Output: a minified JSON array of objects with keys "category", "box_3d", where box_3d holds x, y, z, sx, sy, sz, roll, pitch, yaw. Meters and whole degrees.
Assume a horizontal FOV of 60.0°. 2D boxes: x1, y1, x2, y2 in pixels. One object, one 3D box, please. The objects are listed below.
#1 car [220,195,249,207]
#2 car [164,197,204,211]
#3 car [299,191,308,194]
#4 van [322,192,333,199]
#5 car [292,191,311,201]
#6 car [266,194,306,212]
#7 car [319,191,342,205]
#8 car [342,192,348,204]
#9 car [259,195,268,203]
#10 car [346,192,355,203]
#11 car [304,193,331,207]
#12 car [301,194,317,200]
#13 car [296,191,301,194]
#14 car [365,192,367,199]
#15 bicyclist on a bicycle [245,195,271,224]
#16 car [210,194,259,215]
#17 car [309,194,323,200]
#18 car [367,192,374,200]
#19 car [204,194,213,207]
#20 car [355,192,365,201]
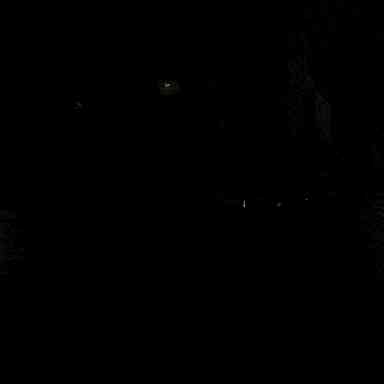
[{"category":"car","box_3d":[5.440,1.117,42.033,1.802,1.307,4.206,1,1,35]},{"category":"car","box_3d":[-0.962,1.150,32.747,1.802,1.307,4.206,1,1,35]},{"category":"car","box_3d":[17.982,1.076,49.754,1.837,1.490,4.892,1,1,35]},{"category":"van","box_3d":[34.246,0.793,83.821,1.690,1.788,3.998,1,0,35]},{"category":"car","box_3d":[21.445,0.791,65.247,2.192,1.841,5.009,1,1,35]},{"category":"car","box_3d":[9.255,1.211,32.547,1.947,1.339,4.313,1,1,35]},{"category":"car","box_3d":[18.858,0.918,46.474,2.192,1.841,5.009,1,1,35]},{"category":"car","box_3d":[22.056,1.157,51.118,1.947,1.339,4.313,1,1,35]},{"category":"car","box_3d":[8.544,1.047,46.535,1.752,1.417,4.829,1,1,35]},{"category":"car","box_3d":[25.259,0.895,55.759,2.192,1.841,5.009,1,1,35]},{"category":"car","box_3d":[15.655,1.160,41.833,1.887,1.381,4.507,1,1,35]},{"category":"car","box_3d":[24.644,1.031,69.893,1.947,1.339,4.313,1,1,35]},{"category":"car","box_3d":[18.242,1.031,60.606,1.887,1.381,4.507,1,1,35]},{"category":"car","box_3d":[34.954,1.075,69.828,1.752,1.417,4.829,1,1,35]},{"category":"bicyclist on a bicycle","box_3d":[3.818,1.024,19.433,1.656,1.620,0.582,0,0,35]},{"category":"car","box_3d":[3.808,1.160,29.194,1.812,1.442,4.674,1,1,35]},{"category":"car","box_3d":[27.843,1.038,74.535,1.802,1.307,4.206,1,1,35]},{"category":"car","box_3d":[41.256,1.128,78.974,1.802,1.307,4.206,1,0,35]},{"category":"car","box_3d":[2.240,0.991,37.388,1.967,1.590,4.097,1,1,35]},{"category":"car","box_3d":[31.660,0.874,65.045,2.192,1.841,5.009,1,1,35]}]
